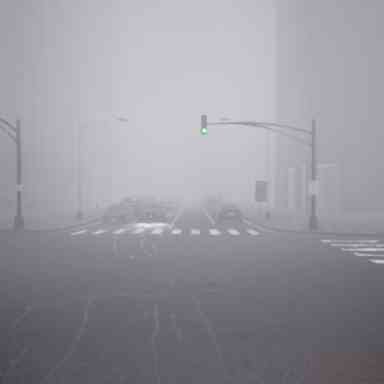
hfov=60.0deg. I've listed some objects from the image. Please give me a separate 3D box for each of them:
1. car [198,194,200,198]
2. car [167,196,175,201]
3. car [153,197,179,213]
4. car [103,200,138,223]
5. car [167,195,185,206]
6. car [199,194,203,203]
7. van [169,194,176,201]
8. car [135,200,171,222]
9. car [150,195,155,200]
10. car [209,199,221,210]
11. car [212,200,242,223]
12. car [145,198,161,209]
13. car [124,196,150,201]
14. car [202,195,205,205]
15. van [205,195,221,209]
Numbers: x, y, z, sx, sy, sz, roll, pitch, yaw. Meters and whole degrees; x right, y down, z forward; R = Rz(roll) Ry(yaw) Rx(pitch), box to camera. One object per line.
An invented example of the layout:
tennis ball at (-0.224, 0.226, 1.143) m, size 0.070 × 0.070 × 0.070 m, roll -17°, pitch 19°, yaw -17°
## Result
car at (2.942, 1.433, 65.800) m, size 2.192 × 1.841 × 5.009 m, roll -1°, pitch 0°, yaw 0°
car at (-5.525, 1.753, 88.497) m, size 1.947 × 1.339 × 4.313 m, roll -1°, pitch 0°, yaw 0°
car at (-2.964, 1.603, 38.411) m, size 2.033 × 1.411 × 5.357 m, roll 0°, pitch 0°, yaw 0°
car at (-5.671, 1.601, 26.119) m, size 1.947 × 1.339 × 4.313 m, roll -1°, pitch 0°, yaw 0°
car at (-2.834, 1.645, 58.029) m, size 2.033 × 1.411 × 5.357 m, roll 0°, pitch 0°, yaw 0°
car at (2.929, 1.418, 60.129) m, size 2.192 × 1.841 × 5.009 m, roll -1°, pitch 0°, yaw 0°
van at (-5.515, 1.547, 94.169) m, size 1.690 × 1.788 × 3.998 m, roll -1°, pitch 0°, yaw 0°
car at (-2.992, 1.600, 26.352) m, size 1.994 × 1.385 × 4.181 m, roll 0°, pitch 0°, yaw 0°
car at (-5.635, 1.379, 43.132) m, size 2.192 × 1.841 × 5.009 m, roll -1°, pitch 0°, yaw 0°
car at (2.867, 1.627, 31.772) m, size 1.802 × 1.307 × 4.206 m, roll -1°, pitch 0°, yaw 0°
car at (2.854, 1.601, 26.100) m, size 1.947 × 1.339 × 4.313 m, roll -1°, pitch 0°, yaw 0°
car at (-5.619, 1.601, 48.632) m, size 1.752 × 1.417 × 4.829 m, roll -1°, pitch 0°, yaw 0°
car at (-5.661, 1.359, 31.790) m, size 2.192 × 1.841 × 5.009 m, roll -1°, pitch 0°, yaw 0°
car at (2.905, 1.516, 48.786) m, size 1.967 × 1.590 × 4.097 m, roll -1°, pitch 0°, yaw 0°
van at (2.890, 1.406, 43.115) m, size 1.690 × 1.788 × 3.998 m, roll -1°, pitch 0°, yaw 0°
